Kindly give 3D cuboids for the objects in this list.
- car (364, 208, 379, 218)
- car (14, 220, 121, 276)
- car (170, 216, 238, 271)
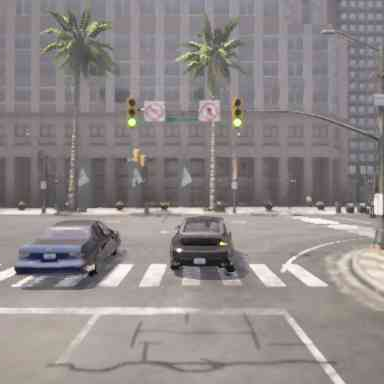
[{"bbox_3d":[18.213,1.731,29.908,4.718,1.301,1.895,0,0,0],"label":"car"},{"bbox_3d":[-3.541,1.594,10.471,2.033,1.411,5.357,0,0,-3],"label":"car"},{"bbox_3d":[0.464,1.556,11.160,1.837,1.490,4.892,-1,0,6],"label":"car"}]
